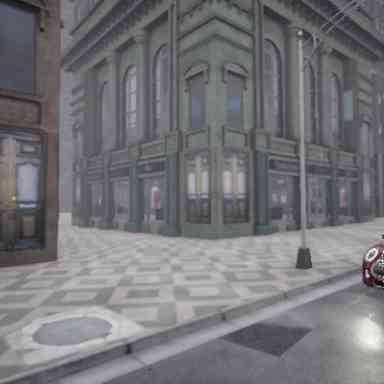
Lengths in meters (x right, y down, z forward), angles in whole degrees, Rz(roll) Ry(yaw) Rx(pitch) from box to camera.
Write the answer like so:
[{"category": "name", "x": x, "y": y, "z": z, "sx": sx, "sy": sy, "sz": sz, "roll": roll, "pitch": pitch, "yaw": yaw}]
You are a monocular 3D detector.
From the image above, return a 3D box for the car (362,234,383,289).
[{"category": "car", "x": 6.300, "y": 1.498, "z": 8.663, "sx": 4.553, "sy": 1.767, "sz": 2.097, "roll": 1, "pitch": -2, "yaw": -40}]
